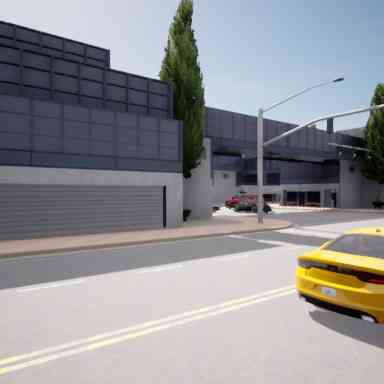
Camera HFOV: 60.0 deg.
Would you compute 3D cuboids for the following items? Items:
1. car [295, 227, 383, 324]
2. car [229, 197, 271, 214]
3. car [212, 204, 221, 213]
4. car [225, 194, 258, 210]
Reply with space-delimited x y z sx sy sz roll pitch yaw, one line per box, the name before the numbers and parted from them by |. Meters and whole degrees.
car | 4.252 1.477 6.880 5.008 1.535 1.882 0 0 -36
car | 6.397 1.563 35.640 1.994 1.385 4.181 0 0 -37
car | 0.862 1.547 37.186 2.033 1.411 5.357 0 0 -37
car | 6.530 1.221 41.660 2.150 2.045 5.566 0 0 -37
